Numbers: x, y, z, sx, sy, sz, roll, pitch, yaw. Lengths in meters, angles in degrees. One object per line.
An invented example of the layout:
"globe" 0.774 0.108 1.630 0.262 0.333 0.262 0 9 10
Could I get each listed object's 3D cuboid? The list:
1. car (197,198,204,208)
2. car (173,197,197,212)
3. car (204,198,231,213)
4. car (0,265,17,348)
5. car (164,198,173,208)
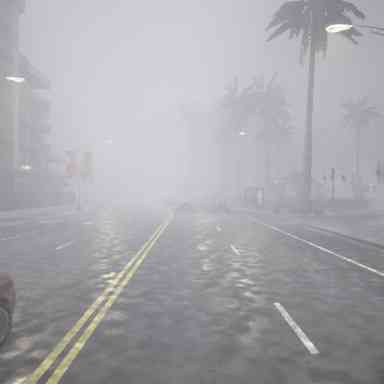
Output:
"car" 1.263 1.547 46.926 2.033 1.411 5.357 0 0 -14
"car" -0.887 1.525 38.626 1.812 1.442 4.674 0 0 -7
"car" 2.880 1.600 36.946 1.895 1.301 4.718 0 0 -6
"car" -3.619 1.526 3.409 1.812 1.442 4.674 0 0 0
"car" -2.792 1.525 48.323 1.812 1.442 4.674 0 0 -16
